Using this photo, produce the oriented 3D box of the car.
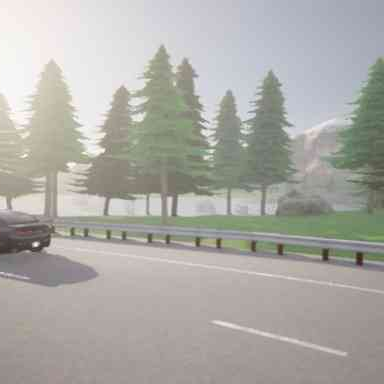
[{"bbox_3d":[-7.143,1.412,11.776,4.892,1.490,1.837,0,0,28],"label":"car"}]
